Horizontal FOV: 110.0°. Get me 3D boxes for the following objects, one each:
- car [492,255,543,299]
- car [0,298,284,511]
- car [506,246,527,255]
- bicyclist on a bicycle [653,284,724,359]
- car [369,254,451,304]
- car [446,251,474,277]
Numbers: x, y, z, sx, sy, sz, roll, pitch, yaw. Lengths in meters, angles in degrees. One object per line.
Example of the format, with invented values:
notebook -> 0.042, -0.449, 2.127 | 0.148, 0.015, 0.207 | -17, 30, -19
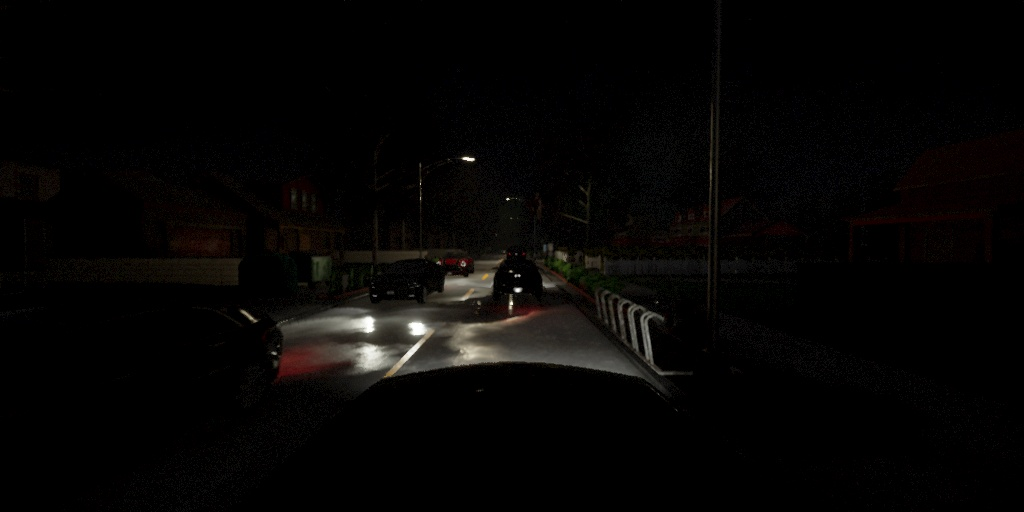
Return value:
car -> 0.234, 0.868, 15.040 | 1.837, 1.490, 4.892 | 0, 2, 1
car -> -4.087, 1.219, 2.981 | 1.837, 1.490, 4.892 | 0, 1, 1
car -> 0.493, -0.165, 40.826 | 2.150, 2.045, 5.566 | 0, 1, 1
bicyclist on a bicycle -> 2.440, 0.981, 4.956 | 0.582, 1.656, 1.620 | -34, -26, 11
car -> -3.966, 0.862, 14.283 | 1.882, 1.535, 5.008 | 0, 2, 1
car -> -3.842, 0.438, 24.585 | 2.097, 1.767, 4.553 | 0, 2, 1
